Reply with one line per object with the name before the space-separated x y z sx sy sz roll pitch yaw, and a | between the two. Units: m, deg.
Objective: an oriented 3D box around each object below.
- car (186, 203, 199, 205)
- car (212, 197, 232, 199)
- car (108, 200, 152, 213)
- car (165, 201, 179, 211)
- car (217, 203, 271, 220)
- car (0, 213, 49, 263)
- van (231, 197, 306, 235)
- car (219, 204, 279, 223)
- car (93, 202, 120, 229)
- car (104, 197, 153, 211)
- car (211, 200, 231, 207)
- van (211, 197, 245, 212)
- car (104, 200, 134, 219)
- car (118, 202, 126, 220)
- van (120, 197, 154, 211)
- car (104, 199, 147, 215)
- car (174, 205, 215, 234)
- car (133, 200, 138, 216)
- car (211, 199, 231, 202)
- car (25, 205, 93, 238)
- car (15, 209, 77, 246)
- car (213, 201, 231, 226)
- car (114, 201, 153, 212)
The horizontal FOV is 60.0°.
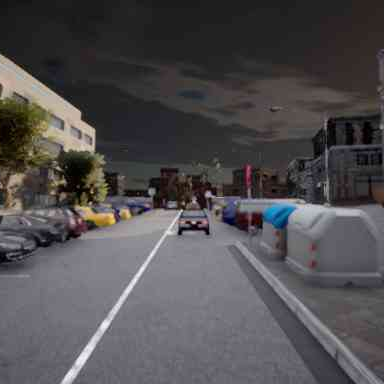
car | 0.090 1.956 40.922 1.895 1.301 4.718 0 -1 0
car | 4.639 1.689 38.980 4.553 1.767 2.185 0 -1 0
car | -7.660 1.840 41.447 5.008 1.535 2.097 0 0 0
car | -3.055 2.093 51.045 2.128 1.511 4.902 0 -2 1
car | 4.669 1.782 30.480 4.674 1.452 2.002 0 -1 0
car | -7.658 1.575 10.776 4.892 1.521 2.231 0 0 0
van | 4.792 1.422 19.442 4.442 1.987 1.878 0 0 0
car | 4.671 1.759 27.813 4.674 1.452 2.002 0 0 0
car | -7.841 1.666 21.951 5.366 1.575 1.946 0 0 0
car | -7.632 1.562 38.714 5.566 2.045 2.435 0 0 0
car | 4.643 1.796 33.269 4.792 1.488 2.163 0 0 0
van | 4.785 1.665 44.547 4.442 1.987 1.878 0 -1 0
car | -7.842 1.714 27.538 5.366 1.575 1.946 0 0 0
car | -7.685 1.723 24.743 4.792 1.488 2.163 0 -1 0
van | -7.779 1.726 47.069 4.442 1.987 1.878 0 -1 0
car | -7.630 1.818 35.918 4.792 1.488 2.163 0 0 0
car | 0.095 1.723 20.376 2.033 1.411 5.357 0 0 0
car | -7.687 1.771 30.331 4.792 1.488 2.163 0 0 0
car | 4.856 1.787 36.061 5.366 1.575 1.946 0 0 0
car | -7.622 1.496 16.363 4.553 1.767 2.185 0 0 0
car | -7.647 1.599 13.571 4.892 1.521 2.231 0 0 0
car | 4.489 1.691 24.897 5.366 1.575 1.946 0 0 0
car | -7.691 1.914 44.278 4.792 1.488 2.163 0 -1 0
